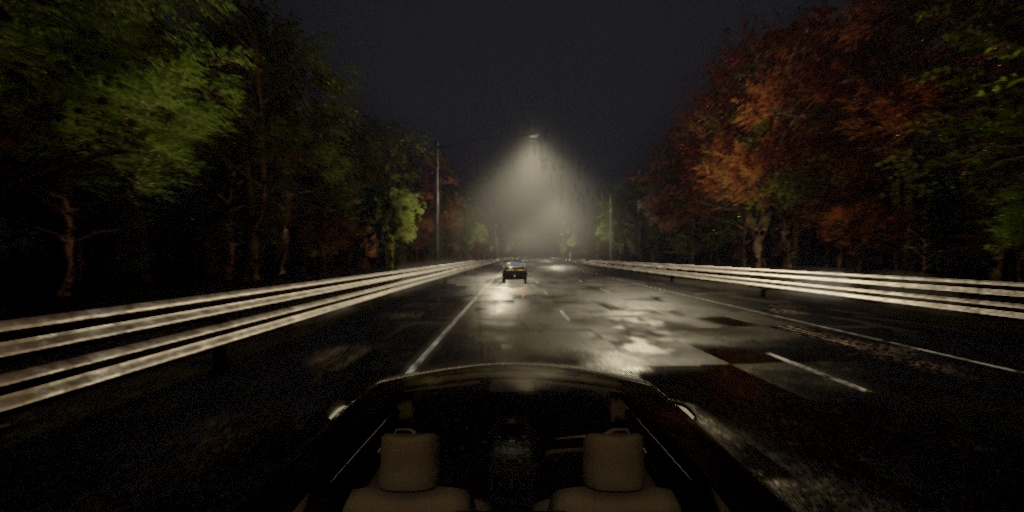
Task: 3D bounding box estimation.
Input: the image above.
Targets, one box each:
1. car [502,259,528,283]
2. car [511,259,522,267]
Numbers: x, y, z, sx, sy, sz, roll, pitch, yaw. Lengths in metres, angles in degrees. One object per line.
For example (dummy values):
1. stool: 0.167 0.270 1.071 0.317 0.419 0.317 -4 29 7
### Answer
1. car: 0.229 1.210 27.800 2.128 1.511 4.902 0 0 1
2. car: 0.840 1.258 63.088 1.994 1.385 4.181 0 0 2
